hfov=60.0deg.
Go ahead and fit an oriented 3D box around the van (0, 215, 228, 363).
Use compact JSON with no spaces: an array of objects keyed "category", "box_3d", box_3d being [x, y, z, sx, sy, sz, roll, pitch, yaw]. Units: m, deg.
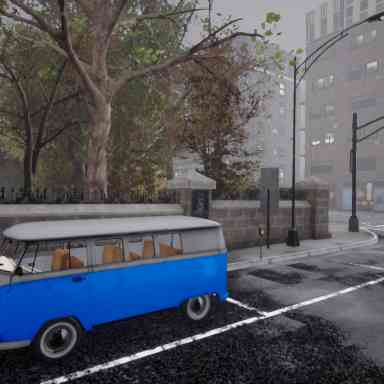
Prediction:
[{"category":"van","box_3d":[-1.246,1.342,5.601,3.998,1.788,1.690,0,1,-35]}]
